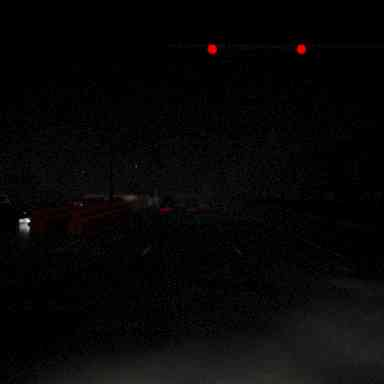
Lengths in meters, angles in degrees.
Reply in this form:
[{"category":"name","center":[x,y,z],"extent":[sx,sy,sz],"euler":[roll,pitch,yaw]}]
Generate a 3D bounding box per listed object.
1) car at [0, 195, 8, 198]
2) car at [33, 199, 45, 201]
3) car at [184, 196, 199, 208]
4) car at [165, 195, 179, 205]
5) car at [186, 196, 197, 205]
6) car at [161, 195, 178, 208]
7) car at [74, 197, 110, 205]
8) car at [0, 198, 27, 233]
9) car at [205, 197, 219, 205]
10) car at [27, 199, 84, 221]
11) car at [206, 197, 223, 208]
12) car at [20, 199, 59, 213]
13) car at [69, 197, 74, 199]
[{"category":"car","center":[-17.586,1.236,28.082],"extent":[2.150,2.045,5.566],"euler":[0,0,1]},{"category":"car","center":[-14.089,1.579,30.029],"extent":[1.994,1.385,4.181],"euler":[0,0,0]},{"category":"car","center":[-0.013,1.529,48.477],"extent":[1.837,1.490,4.892],"euler":[0,0,0]},{"category":"car","center":[-3.516,1.381,58.866],"extent":[2.097,1.767,4.553],"euler":[0,0,0]},{"category":"car","center":[-0.016,1.507,58.897],"extent":[1.882,1.535,5.008],"euler":[0,0,0]},{"category":"car","center":[-3.513,1.529,48.476],"extent":[1.837,1.490,4.892],"euler":[0,0,0]},{"category":"car","center":[-10.590,1.370,35.911],"extent":[2.097,1.767,4.553],"euler":[0,0,0]},{"category":"car","center":[-10.595,1.361,16.630],"extent":[2.097,1.767,4.553],"euler":[0,0,0]},{"category":"car","center":[3.484,1.576,58.898],"extent":[2.033,1.411,5.357],"euler":[0,0,0]},{"category":"car","center":[-10.599,1.561,26.102],"extent":[2.033,1.411,5.357],"euler":[0,0,0]},{"category":"car","center":[3.487,1.571,48.478],"extent":[2.033,1.411,5.357],"euler":[0,0,0]},{"category":"car","center":[-17.574,1.567,38.557],"extent":[2.033,1.411,5.357],"euler":[0,0,0]},{"category":"car","center":[-14.069,1.372,40.051],"extent":[2.097,1.767,4.553],"euler":[0,0,0]}]
